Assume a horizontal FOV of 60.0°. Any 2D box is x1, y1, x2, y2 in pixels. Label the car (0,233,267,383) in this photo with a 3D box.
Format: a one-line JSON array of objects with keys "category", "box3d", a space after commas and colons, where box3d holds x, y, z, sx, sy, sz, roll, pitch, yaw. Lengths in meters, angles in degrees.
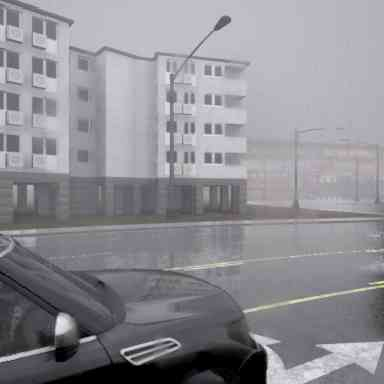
[{"category": "car", "box3d": [-1.985, 1.223, 2.198, 5.566, 2.045, 2.150, 0, 0, -35]}]
